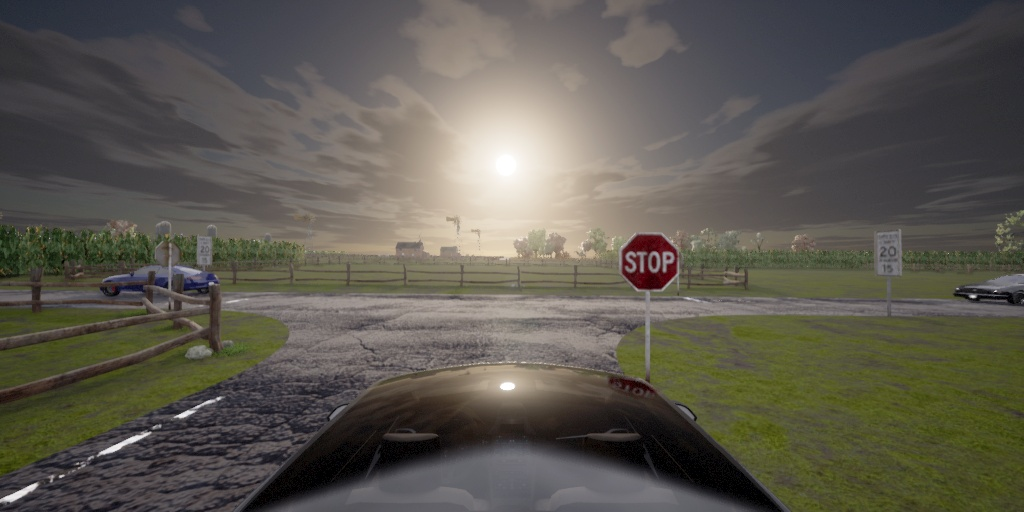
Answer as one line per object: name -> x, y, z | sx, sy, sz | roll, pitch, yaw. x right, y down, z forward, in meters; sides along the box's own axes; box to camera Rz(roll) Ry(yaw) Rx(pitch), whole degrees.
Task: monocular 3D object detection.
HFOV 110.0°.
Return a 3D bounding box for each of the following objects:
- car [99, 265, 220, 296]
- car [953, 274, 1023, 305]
car -> -16.628, 1.141, 17.082 | 4.674, 1.442, 1.812 | 1, -1, 0
car -> 24.822, 1.582, 17.239 | 5.357, 1.411, 2.033 | 1, -1, 0
